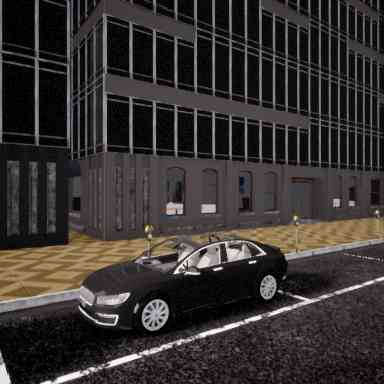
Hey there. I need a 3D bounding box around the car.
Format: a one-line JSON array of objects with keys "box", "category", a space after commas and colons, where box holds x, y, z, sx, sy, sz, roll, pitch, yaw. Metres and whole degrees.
[{"box": [0.045, 1.551, 6.592, 4.403, 1.369, 2.008, 0, 0, -35], "category": "car"}]
